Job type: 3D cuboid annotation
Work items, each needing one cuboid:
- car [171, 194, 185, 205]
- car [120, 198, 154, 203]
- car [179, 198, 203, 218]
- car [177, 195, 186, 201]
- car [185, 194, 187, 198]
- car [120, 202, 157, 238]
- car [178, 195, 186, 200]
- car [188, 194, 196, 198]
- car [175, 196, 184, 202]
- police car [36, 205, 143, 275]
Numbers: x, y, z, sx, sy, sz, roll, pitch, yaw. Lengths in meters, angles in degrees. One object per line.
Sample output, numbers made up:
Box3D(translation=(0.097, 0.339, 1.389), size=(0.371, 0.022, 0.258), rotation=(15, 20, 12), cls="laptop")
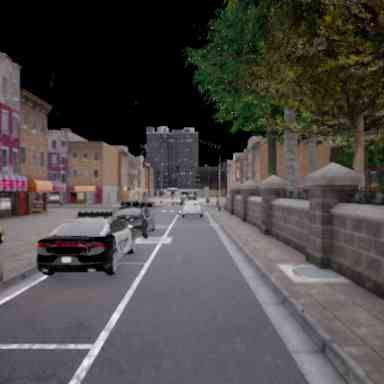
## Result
Box3D(translation=(-2.653, 1.512, 57.227), size=(1.752, 1.417, 4.829), rotation=(0, 0, 0), cls="car")
Box3D(translation=(-7.721, 1.556, 46.835), size=(4.718, 1.301, 1.895), rotation=(2, 4, 5), cls="car")
Box3D(translation=(0.024, 1.514, 30.253), size=(1.812, 1.442, 4.674), rotation=(0, 0, 0), cls="car")
Box3D(translation=(-2.659, 1.556, 84.658), size=(1.947, 1.339, 4.313), rotation=(0, 0, 0), cls="car")
Box3D(translation=(-2.654, 1.302, 62.849), size=(2.192, 1.841, 5.009), rotation=(0, 0, 0), cls="car")
Box3D(translation=(-3.025, 1.496, 17.460), size=(1.837, 1.490, 4.892), rotation=(0, 0, 0), cls="car")
Box3D(translation=(-2.660, 1.543, 90.110), size=(2.008, 1.369, 4.403), rotation=(0, 0, 0), cls="car")
Box3D(translation=(-0.019, 1.266, 85.007), size=(2.097, 1.767, 4.553), rotation=(0, 0, 0), cls="car")
Box3D(translation=(-2.656, 1.513, 73.584), size=(1.752, 1.417, 4.829), rotation=(0, 0, 0), cls="car")
Box3D(translation=(-3.012, 1.420, 10.570), size=(1.930, 1.638, 5.238), rotation=(0, 0, 0), cls="police car")
